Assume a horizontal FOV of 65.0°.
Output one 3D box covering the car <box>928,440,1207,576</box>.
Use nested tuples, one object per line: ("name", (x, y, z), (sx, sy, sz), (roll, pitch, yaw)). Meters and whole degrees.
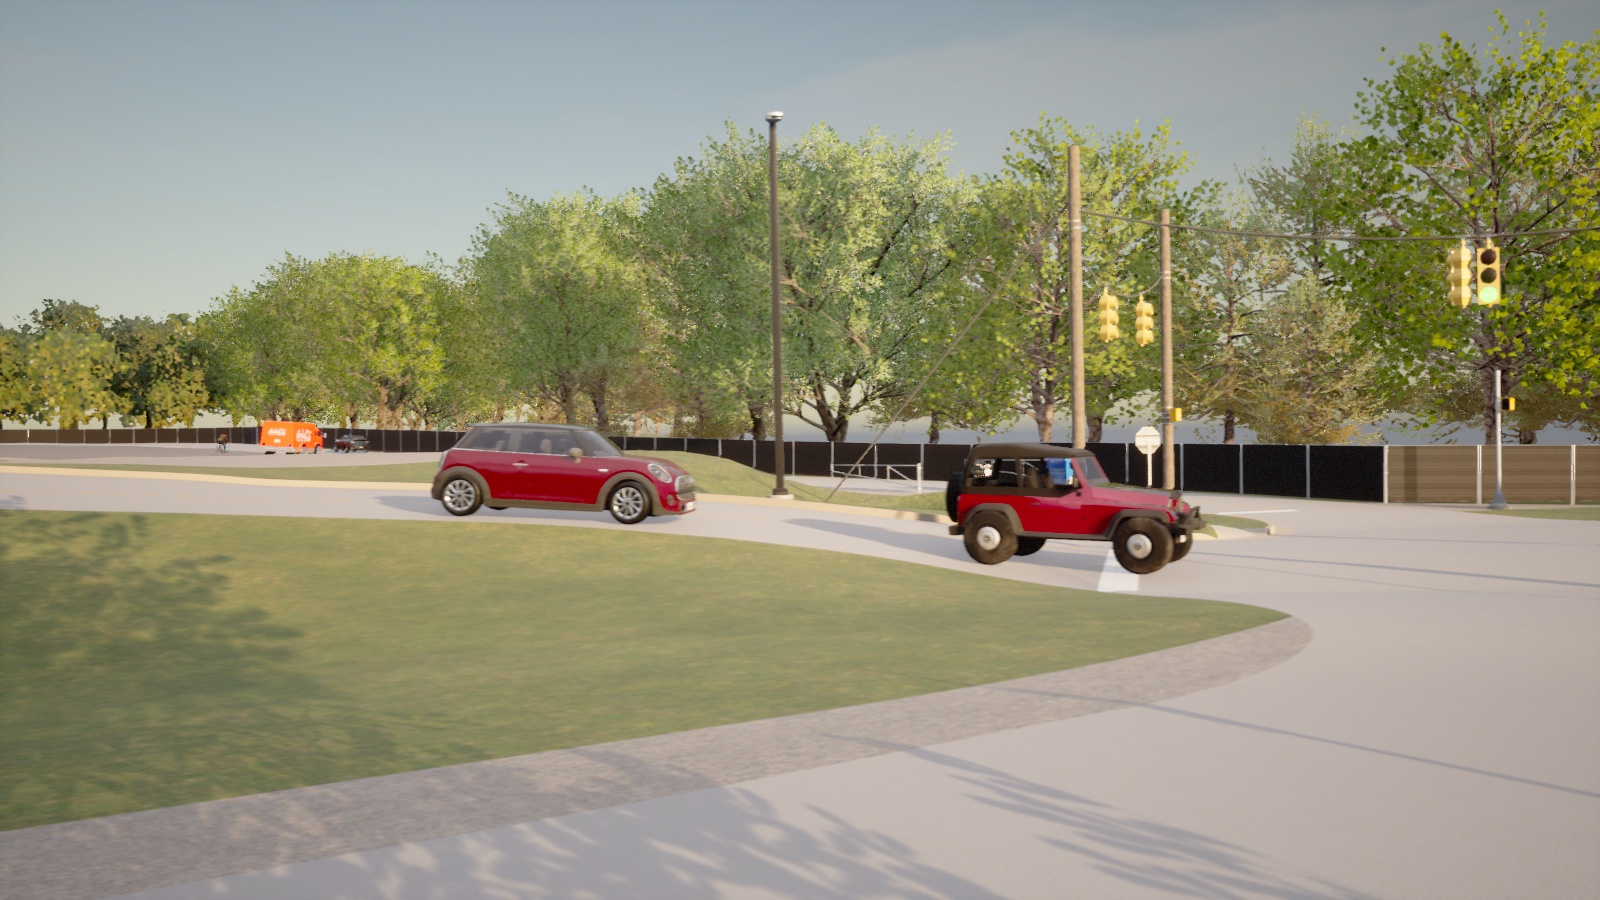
("car", (4.162, 0.811, 19.564), (3.866, 1.878, 1.905), (1, 1, 28))

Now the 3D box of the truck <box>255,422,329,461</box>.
("truck", (-34.931, -0.529, 86.517), (2.627, 2.467, 5.204), (3, -1, 4))

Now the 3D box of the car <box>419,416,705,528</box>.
("car", (-4.183, 0.344, 22.476), (4.553, 1.767, 2.097), (2, 1, 8))
